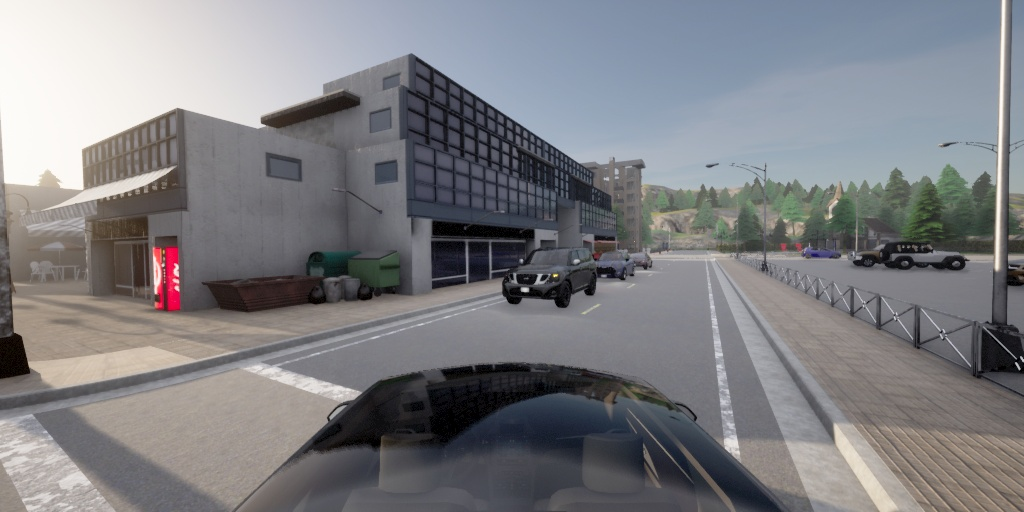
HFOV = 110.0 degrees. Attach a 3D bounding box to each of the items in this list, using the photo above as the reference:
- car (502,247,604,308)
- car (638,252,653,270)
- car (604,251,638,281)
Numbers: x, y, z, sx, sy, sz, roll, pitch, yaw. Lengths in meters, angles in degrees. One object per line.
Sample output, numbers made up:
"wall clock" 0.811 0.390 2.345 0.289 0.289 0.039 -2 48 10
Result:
"car" 1.718 0.665 14.018 2.150 2.045 5.566 0 2 28
"car" 11.205 0.394 31.701 1.812 1.442 4.674 0 2 28
"car" 6.366 0.513 22.686 2.097 1.767 4.553 0 2 28
